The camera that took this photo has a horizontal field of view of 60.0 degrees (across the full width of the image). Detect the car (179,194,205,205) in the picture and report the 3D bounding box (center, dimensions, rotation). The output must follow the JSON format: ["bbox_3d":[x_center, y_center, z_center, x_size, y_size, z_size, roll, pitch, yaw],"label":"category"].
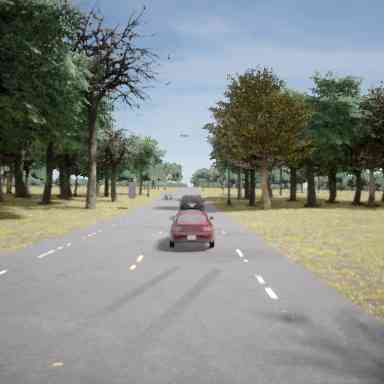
[{"bbox_3d":[0.000,1.221,29.678,2.150,2.045,5.566,0,0,0],"label":"car"}]

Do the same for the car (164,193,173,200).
[{"bbox_3d":[-5.527,1.024,77.338,2.128,1.511,4.902,0,1,-7],"label":"car"}]

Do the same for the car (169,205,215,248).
[{"bbox_3d":[0.000,1.521,14.650,1.812,1.442,4.674,0,0,0],"label":"car"}]
